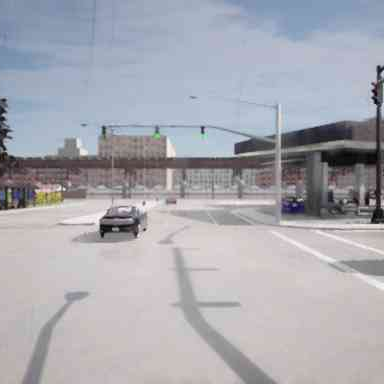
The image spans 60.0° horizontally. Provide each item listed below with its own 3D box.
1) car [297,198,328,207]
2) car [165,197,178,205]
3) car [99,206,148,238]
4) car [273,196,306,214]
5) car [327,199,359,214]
[{"bbox_3d":[18.778,1.548,51.946,4.718,1.301,1.895,0,0,-27],"label":"car"},{"bbox_3d":[-3.627,1.489,58.520,1.994,1.385,4.181,0,0,0],"label":"car"},{"bbox_3d":[-3.440,1.468,17.363,2.128,1.511,4.902,0,0,0],"label":"car"},{"bbox_3d":[9.636,1.259,33.284,2.242,1.667,4.611,0,0,0],"label":"car"},{"bbox_3d":[15.380,1.423,34.059,1.970,1.475,3.806,0,0,0],"label":"car"}]
